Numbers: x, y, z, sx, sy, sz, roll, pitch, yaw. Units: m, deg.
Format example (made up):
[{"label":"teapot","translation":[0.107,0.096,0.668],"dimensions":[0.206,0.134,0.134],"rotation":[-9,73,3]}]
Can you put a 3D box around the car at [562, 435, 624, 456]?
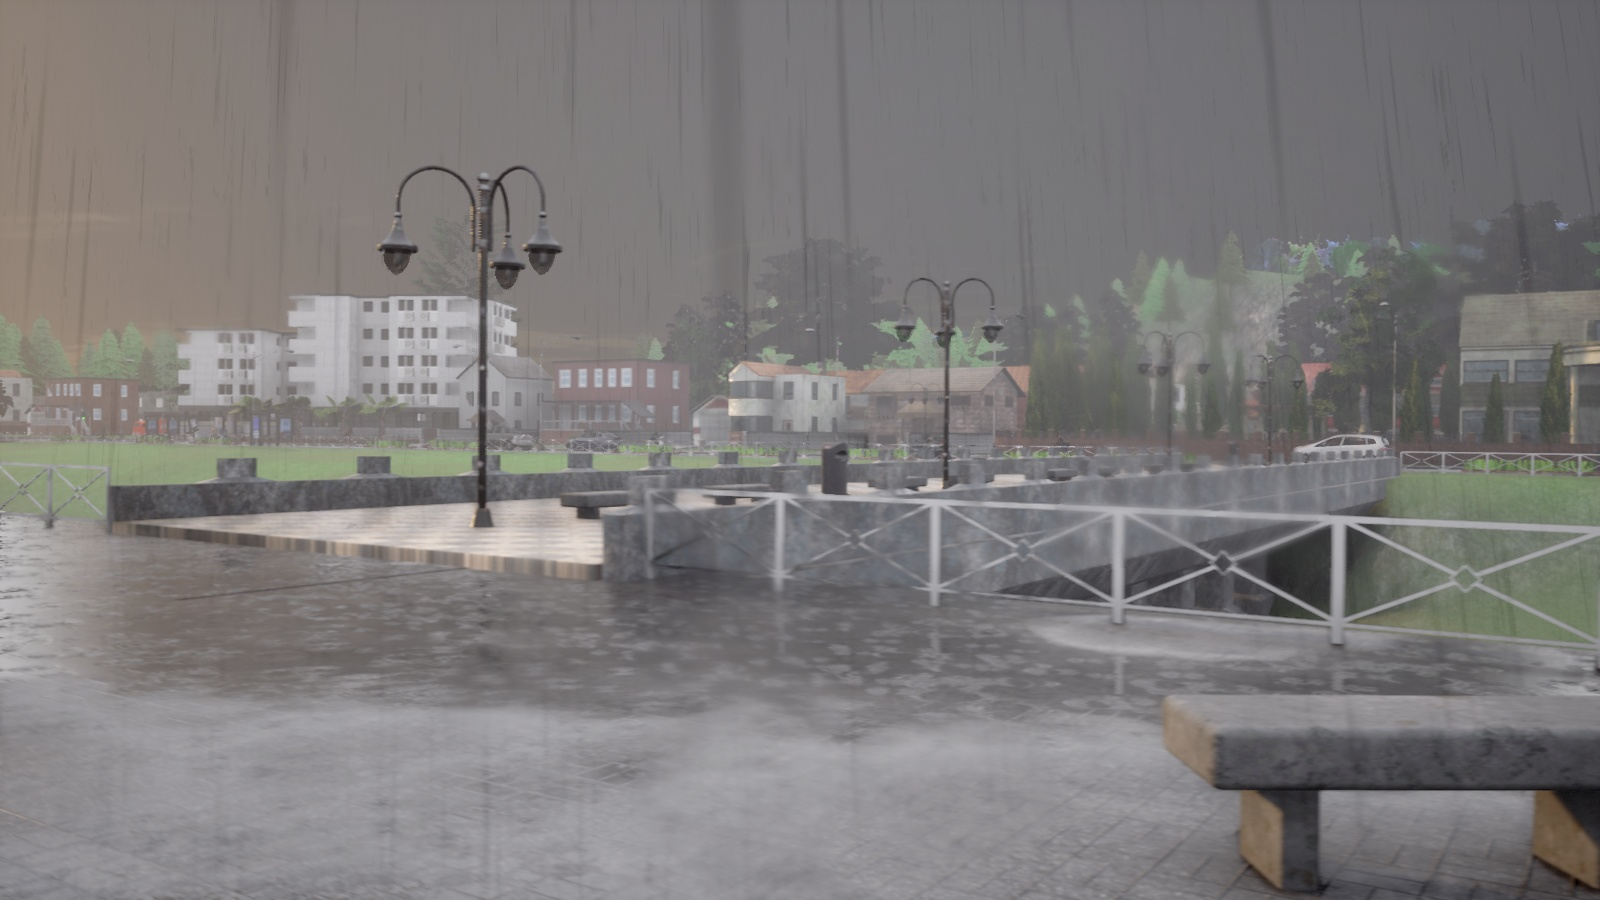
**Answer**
[{"label":"car","translation":[-14.493,-0.323,87.906],"dimensions":[4.193,1.474,1.816],"rotation":[0,1,34]}]

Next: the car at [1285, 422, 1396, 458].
[{"label":"car","translation":[26.172,-0.492,60.874],"dimensions":[4.611,1.667,2.242],"rotation":[0,1,34]}]

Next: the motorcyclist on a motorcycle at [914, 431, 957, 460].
[{"label":"motorcyclist on a motorcycle","translation":[7.383,-0.236,68.563],"dimensions":[2.191,1.530,0.866],"rotation":[0,1,34]}]

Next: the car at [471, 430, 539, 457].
[{"label":"car","translation":[-20.452,-0.455,87.060],"dimensions":[4.605,1.855,1.932],"rotation":[0,1,34]}]
